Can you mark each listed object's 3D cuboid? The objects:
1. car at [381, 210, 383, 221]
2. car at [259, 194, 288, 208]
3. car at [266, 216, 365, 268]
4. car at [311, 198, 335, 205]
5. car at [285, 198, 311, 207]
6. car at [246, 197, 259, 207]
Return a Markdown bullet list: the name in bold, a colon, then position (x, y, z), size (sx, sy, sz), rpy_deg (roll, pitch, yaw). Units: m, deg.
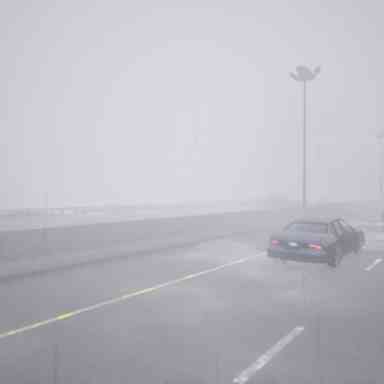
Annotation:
- **car**: position (16.698, 1.591, 26.902), size (1.812, 1.442, 4.674), rpy_deg (0, 0, 38)
- **car**: position (12.810, 1.264, 50.302), size (2.150, 2.045, 5.566), rpy_deg (0, 0, 39)
- **car**: position (4.474, 1.563, 11.529), size (2.033, 1.411, 5.357), rpy_deg (0, 0, 39)
- **car**: position (18.574, 1.639, 46.296), size (1.812, 1.442, 4.674), rpy_deg (0, 0, 38)
- **car**: position (15.815, 1.725, 48.450), size (1.895, 1.301, 4.718), rpy_deg (0, 0, 38)
- **car**: position (10.355, 1.563, 52.830), size (2.128, 1.511, 4.902), rpy_deg (0, 0, 38)
